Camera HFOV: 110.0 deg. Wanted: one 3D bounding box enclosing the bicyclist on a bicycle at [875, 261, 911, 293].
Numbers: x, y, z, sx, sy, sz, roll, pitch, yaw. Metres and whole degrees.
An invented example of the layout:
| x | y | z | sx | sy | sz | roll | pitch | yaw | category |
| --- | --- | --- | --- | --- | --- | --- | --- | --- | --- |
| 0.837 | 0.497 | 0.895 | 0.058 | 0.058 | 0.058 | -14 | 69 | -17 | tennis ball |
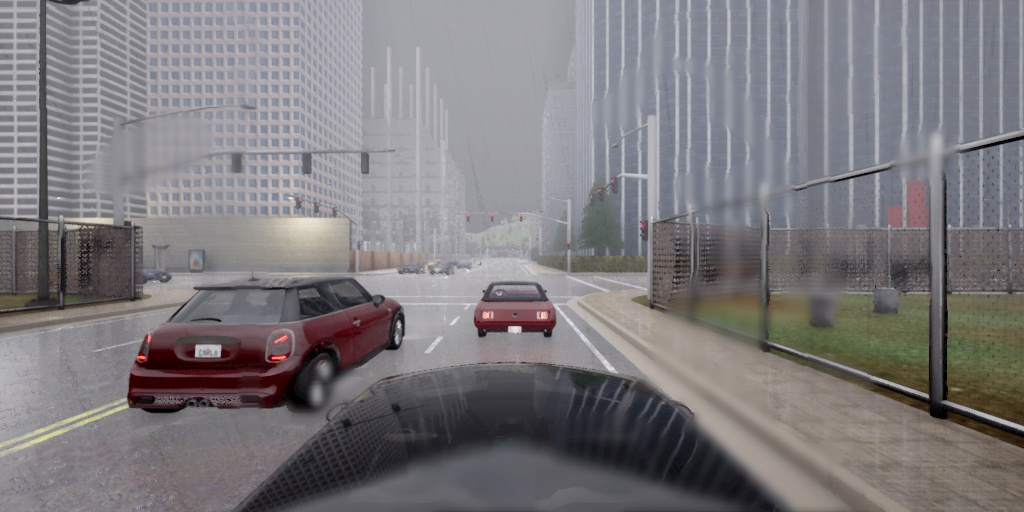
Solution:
| x | y | z | sx | sy | sz | roll | pitch | yaw | category |
| --- | --- | --- | --- | --- | --- | --- | --- | --- | --- |
| 18.801 | 0.993 | 17.737 | 0.582 | 1.620 | 1.656 | 0 | 0 | 0 | bicyclist on a bicycle |

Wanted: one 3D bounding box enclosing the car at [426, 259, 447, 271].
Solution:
| x | y | z | sx | sy | sz | roll | pitch | yaw | category |
| --- | --- | --- | --- | --- | --- | --- | --- | --- | --- |
| -10.604 | 1.221 | 50.811 | 1.882 | 1.535 | 5.008 | 0 | 0 | 0 | car |

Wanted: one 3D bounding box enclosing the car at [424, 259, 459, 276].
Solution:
| x | y | z | sx | sy | sz | roll | pitch | yaw | category |
| --- | --- | --- | --- | --- | --- | --- | --- | --- | --- |
| -7.105 | 1.224 | 36.626 | 2.128 | 1.511 | 4.902 | 0 | -1 | 0 | car |

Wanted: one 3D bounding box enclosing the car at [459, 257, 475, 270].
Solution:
| x | y | z | sx | sy | sz | roll | pitch | yaw | category |
| --- | --- | --- | --- | --- | --- | --- | --- | --- | --- |
| -7.092 | 1.269 | 53.276 | 1.812 | 1.442 | 4.674 | 0 | 0 | 0 | car |

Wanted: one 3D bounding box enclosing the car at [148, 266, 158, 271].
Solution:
| x | y | z | sx | sy | sz | roll | pitch | yaw | category |
| --- | --- | --- | --- | --- | --- | --- | --- | --- | --- |
| -26.675 | 1.217 | 25.107 | 4.674 | 1.442 | 1.812 | 0 | 0 | 0 | car |

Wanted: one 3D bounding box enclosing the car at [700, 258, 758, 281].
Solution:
| x | y | z | sx | sy | sz | roll | pitch | yaw | category |
| --- | --- | --- | --- | --- | --- | --- | --- | --- | --- |
| 16.964 | 1.044 | 28.723 | 4.553 | 1.767 | 2.097 | 0 | 0 | 0 | car |

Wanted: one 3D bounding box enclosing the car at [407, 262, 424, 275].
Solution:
| x | y | z | sx | sy | sz | roll | pitch | yaw | category |
| --- | --- | --- | --- | --- | --- | --- | --- | --- | --- |
| -10.605 | 1.308 | 38.038 | 1.994 | 1.385 | 4.181 | 0 | 0 | 0 | car |

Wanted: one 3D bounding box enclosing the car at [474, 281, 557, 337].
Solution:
| x | y | z | sx | sy | sz | roll | pitch | yaw | category |
| --- | --- | --- | --- | --- | --- | --- | --- | --- | --- |
| 0.077 | 1.350 | 10.212 | 1.895 | 1.301 | 4.718 | 0 | 0 | 0 | car |

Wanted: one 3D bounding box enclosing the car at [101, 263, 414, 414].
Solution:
| x | y | z | sx | sy | sz | roll | pitch | yaw | category |
| --- | --- | --- | --- | --- | --- | --- | --- | --- | --- |
| -3.443 | 1.101 | 6.207 | 2.097 | 1.767 | 4.553 | 0 | 0 | 0 | car |

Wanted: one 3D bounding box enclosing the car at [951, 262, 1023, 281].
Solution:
| x | y | z | sx | sy | sz | roll | pitch | yaw | category |
| --- | --- | --- | --- | --- | --- | --- | --- | --- | --- |
| 37.901 | 1.217 | 28.659 | 4.674 | 1.442 | 1.812 | 0 | 0 | 0 | car |

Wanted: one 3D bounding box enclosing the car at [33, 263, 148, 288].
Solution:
| x | y | z | sx | sy | sz | roll | pitch | yaw | category |
| --- | --- | --- | --- | --- | --- | --- | --- | --- | --- |
| -25.518 | 1.169 | 21.604 | 5.008 | 1.535 | 1.882 | 0 | 0 | 0 | car |
